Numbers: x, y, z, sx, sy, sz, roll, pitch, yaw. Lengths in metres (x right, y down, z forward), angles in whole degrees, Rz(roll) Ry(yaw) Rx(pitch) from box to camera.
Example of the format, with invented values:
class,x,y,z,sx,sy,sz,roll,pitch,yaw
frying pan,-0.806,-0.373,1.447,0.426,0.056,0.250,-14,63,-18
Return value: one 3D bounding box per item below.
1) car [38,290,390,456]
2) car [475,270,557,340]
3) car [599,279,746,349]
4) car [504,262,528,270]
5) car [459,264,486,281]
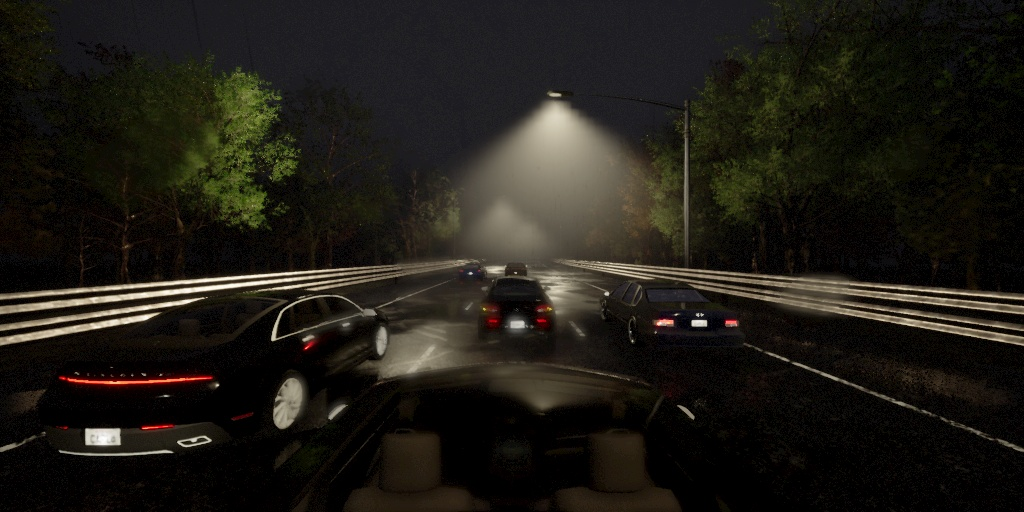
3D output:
class,x,y,z,sx,sy,sz,roll,pitch,yaw
car,-3.388,1.255,5.401,1.837,1.490,4.892,0,0,0
car,0.129,1.275,9.820,1.812,1.442,4.674,0,0,0
car,3.599,1.297,9.176,2.033,1.411,5.357,0,0,3
car,0.345,1.224,31.461,1.882,1.535,5.008,0,0,1
car,-3.175,1.311,29.835,1.994,1.385,4.181,0,0,1
